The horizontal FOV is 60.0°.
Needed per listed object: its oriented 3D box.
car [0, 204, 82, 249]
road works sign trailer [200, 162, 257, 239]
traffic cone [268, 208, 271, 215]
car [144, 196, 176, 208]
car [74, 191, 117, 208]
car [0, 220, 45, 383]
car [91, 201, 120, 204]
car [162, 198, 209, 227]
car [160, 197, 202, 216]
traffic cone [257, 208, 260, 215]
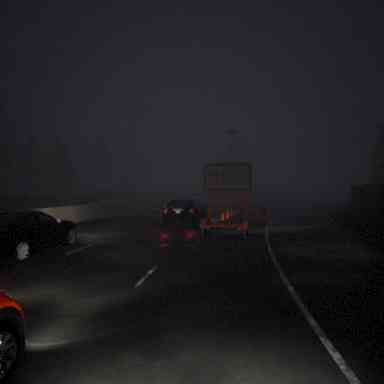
[{"bbox_3d":[-5.843,1.375,11.552,1.882,1.535,5.008,0,0,8],"label":"car"},{"bbox_3d":[1.812,0.320,16.747,2.380,3.560,2.880,0,1,15],"label":"road works sign trailer"},{"bbox_3d":[6.725,1.709,28.890,0.340,0.580,0.340,0,1,15],"label":"traffic cone"},{"bbox_3d":[-4.025,1.236,42.177,1.895,1.301,4.718,0,1,26],"label":"car"},{"bbox_3d":[-11.942,0.857,41.642,2.150,2.045,5.566,0,1,24],"label":"car"},{"bbox_3d":[-3.205,1.330,2.341,2.097,1.767,4.553,0,1,2],"label":"car"},{"bbox_3d":[-9.458,1.191,38.445,1.812,1.442,4.674,0,1,23],"label":"car"},{"bbox_3d":[-0.272,1.167,21.386,2.097,1.767,4.553,0,1,14],"label":"car"},{"bbox_3d":[-0.935,1.278,31.148,2.033,1.411,5.357,0,1,20],"label":"car"},{"bbox_3d":[5.761,1.706,29.155,0.340,0.580,0.340,0,1,15],"label":"traffic cone"}]
